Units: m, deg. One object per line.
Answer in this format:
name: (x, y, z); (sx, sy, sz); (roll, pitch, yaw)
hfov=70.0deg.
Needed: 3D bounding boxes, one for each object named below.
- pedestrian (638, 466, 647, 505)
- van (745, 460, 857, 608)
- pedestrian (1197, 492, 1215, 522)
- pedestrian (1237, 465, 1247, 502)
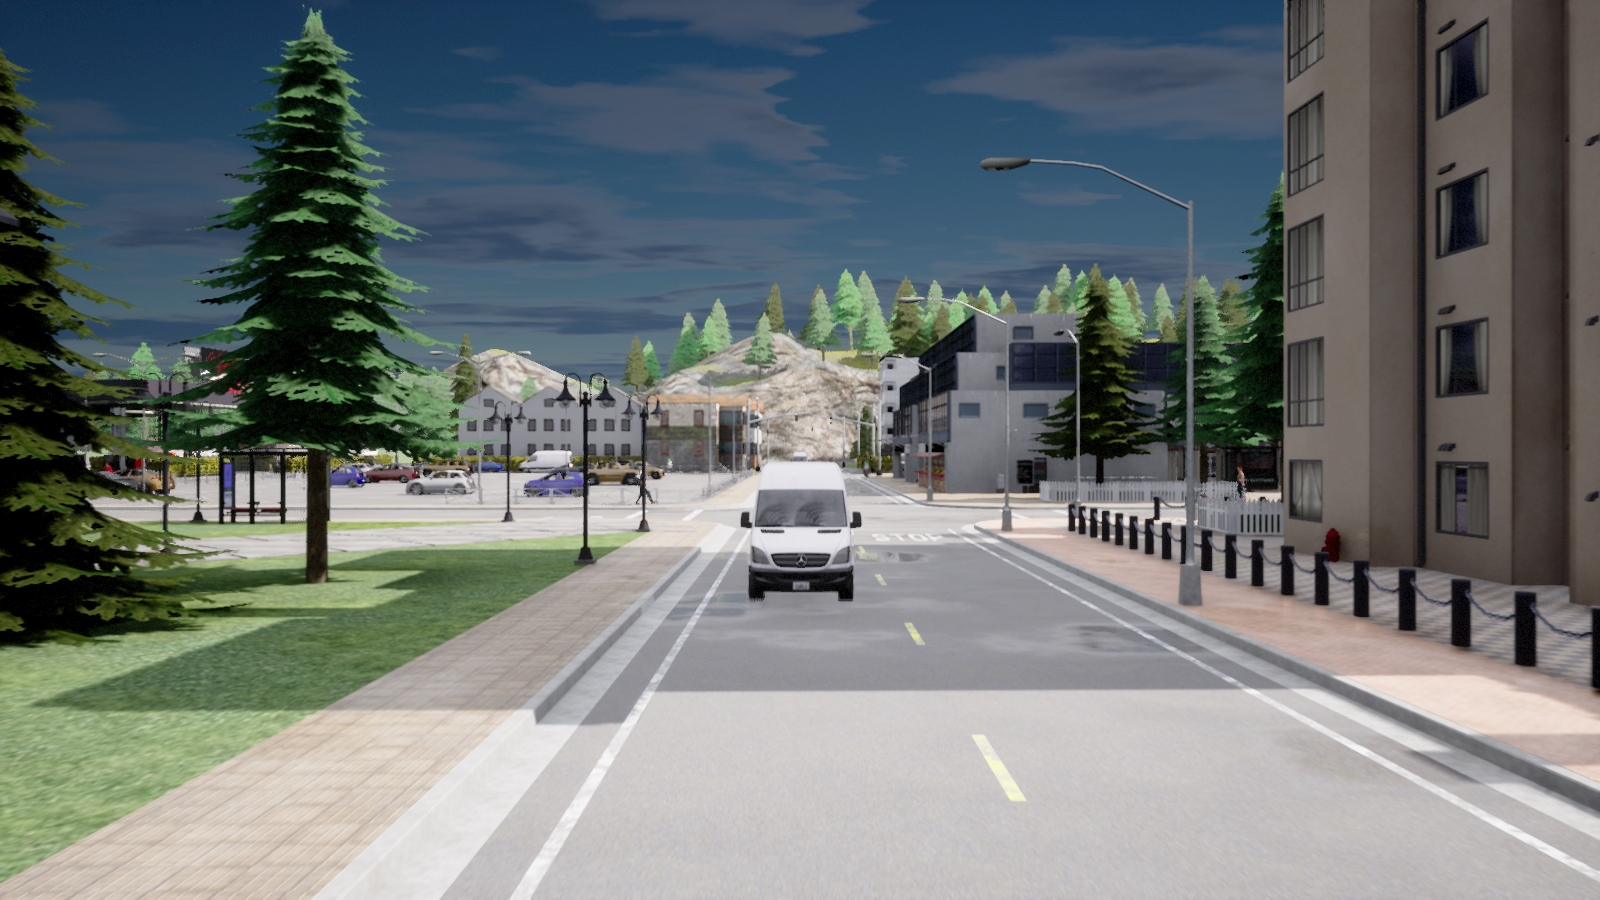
pedestrian: (-7.572, 1.703, 54.877); (0.375, 1.860, 0.375); (0, 0, -4)
van: (0.042, 1.520, 23.248); (1.988, 2.561, 5.915); (0, 0, 0)
pedestrian: (14.847, 2.079, 41.744); (0.500, 1.100, 0.500); (0, 0, 3)
pedestrian: (22.358, 1.696, 57.767); (0.375, 1.860, 0.375); (0, 0, 3)
